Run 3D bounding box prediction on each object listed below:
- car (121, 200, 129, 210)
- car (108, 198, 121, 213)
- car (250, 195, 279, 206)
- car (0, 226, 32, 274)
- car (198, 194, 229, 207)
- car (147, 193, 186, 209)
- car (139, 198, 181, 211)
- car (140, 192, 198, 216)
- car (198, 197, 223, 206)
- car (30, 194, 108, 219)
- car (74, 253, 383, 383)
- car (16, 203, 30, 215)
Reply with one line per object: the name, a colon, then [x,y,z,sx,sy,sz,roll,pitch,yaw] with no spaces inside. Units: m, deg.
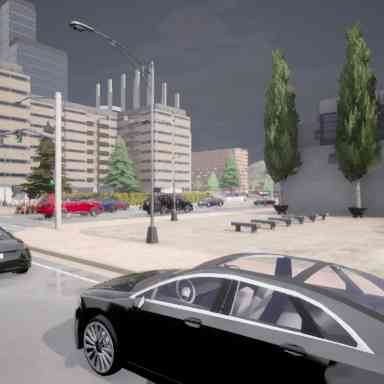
car: [-9.749,1.564,40.588,1.994,1.385,4.181,0,0,41]
car: [-10.186,1.352,34.744,2.097,1.767,4.553,0,0,41]
car: [11.965,1.601,54.668,1.895,1.301,4.718,0,0,41]
car: [-6.333,1.564,9.484,4.181,1.385,1.994,0,0,40]
car: [2.830,1.492,49.752,2.128,1.511,4.902,0,0,41]
car: [-3.591,1.221,47.697,2.150,2.045,5.566,0,0,41]
car: [-3.982,1.547,41.906,2.033,1.411,5.357,0,0,41]
car: [-2.314,1.221,32.834,2.150,2.045,5.566,0,0,41]
car: [3.125,1.526,55.414,1.812,1.442,4.674,0,0,41]
car: [-10.464,1.221,28.769,2.150,2.045,5.566,0,0,41]
car: [0.574,1.492,3.866,4.902,1.511,2.128,0,0,37]
car: [-15.447,1.352,34.113,2.097,1.767,4.553,0,0,42]
